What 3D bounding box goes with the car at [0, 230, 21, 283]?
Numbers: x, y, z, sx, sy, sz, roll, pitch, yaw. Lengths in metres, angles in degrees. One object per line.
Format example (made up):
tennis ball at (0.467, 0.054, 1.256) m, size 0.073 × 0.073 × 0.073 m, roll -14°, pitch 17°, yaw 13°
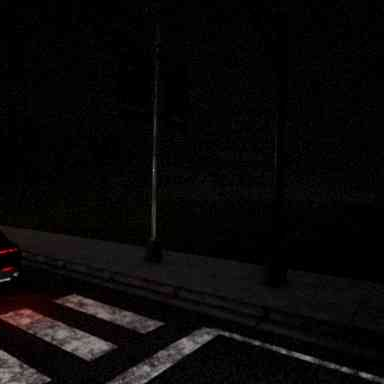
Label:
car at (-6.018, 1.367, 8.024) m, size 4.892 × 1.490 × 1.837 m, roll 2°, pitch 1°, yaw 36°
